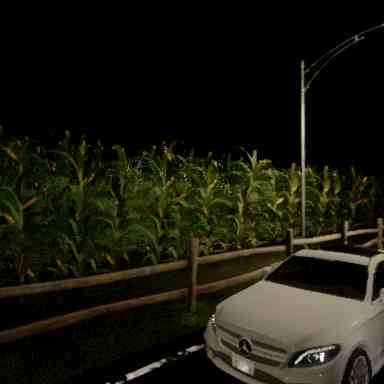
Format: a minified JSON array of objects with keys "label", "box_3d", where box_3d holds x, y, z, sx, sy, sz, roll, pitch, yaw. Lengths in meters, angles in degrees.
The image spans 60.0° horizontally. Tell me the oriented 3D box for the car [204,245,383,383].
[{"label":"car","box_3d":[2.239,1.624,5.161,4.674,1.442,1.812,1,-2,-43]}]
